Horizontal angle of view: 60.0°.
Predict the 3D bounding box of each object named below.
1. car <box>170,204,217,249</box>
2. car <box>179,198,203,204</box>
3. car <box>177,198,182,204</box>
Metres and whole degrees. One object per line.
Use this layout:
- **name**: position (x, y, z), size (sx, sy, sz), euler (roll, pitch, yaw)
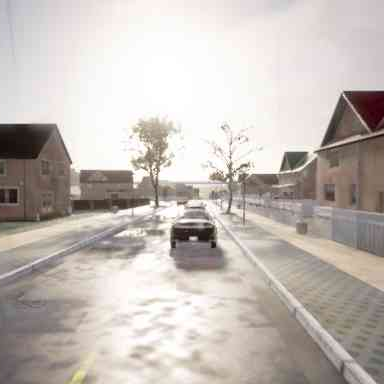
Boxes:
- **car**: position (0.074, 1.506, 14.634), size (2.128, 1.511, 4.902), euler (0, 0, 1)
- **car**: position (0.294, 1.546, 29.628), size (2.128, 1.511, 4.902), euler (0, 0, 1)
- **car**: position (-1.577, 1.817, 59.708), size (1.994, 1.385, 4.181), euler (0, 0, 2)
